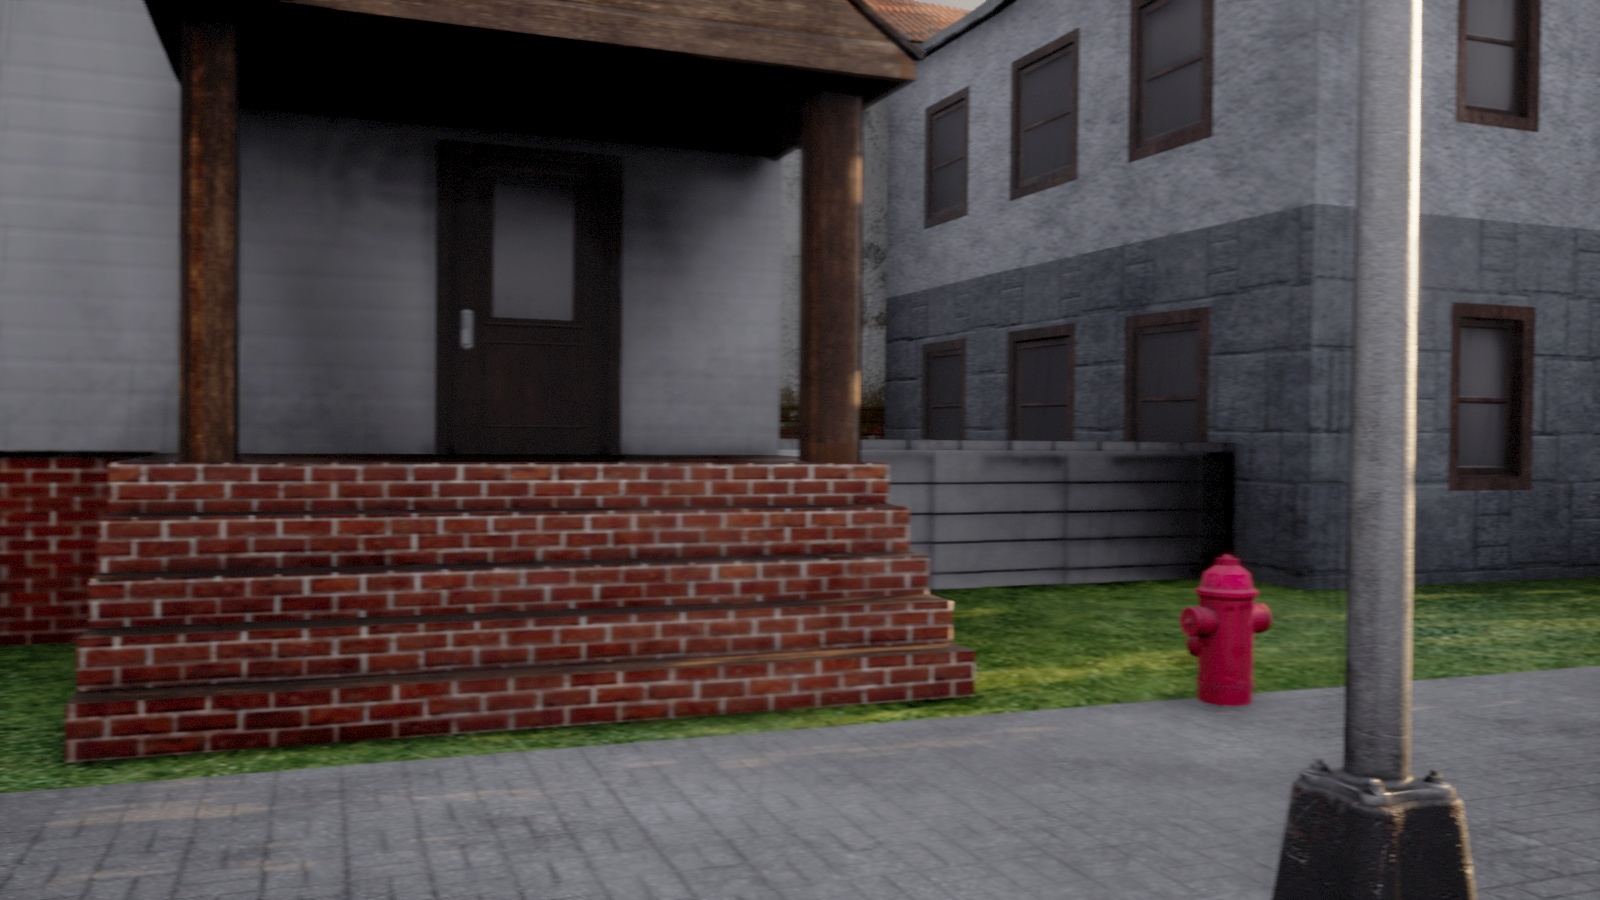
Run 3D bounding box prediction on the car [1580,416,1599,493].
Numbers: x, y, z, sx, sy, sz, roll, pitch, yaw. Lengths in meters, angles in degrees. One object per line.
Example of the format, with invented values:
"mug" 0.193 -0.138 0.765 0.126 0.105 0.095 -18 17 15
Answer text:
"car" 18.973 0.105 25.654 2.033 1.649 4.856 -1 1 -23
